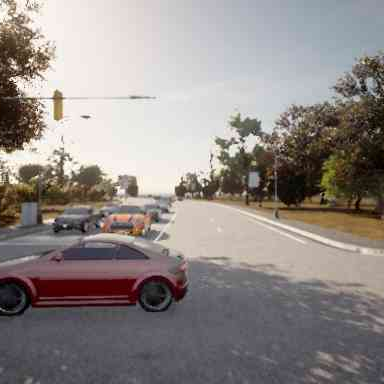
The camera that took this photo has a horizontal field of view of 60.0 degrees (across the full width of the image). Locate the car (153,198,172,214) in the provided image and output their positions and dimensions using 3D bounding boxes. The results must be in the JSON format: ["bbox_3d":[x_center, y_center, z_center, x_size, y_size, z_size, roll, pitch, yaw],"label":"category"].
[{"bbox_3d":[-3.715,1.775,39.851,1.812,1.442,4.674,0,0,-1],"label":"car"}]

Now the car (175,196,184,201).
[{"bbox_3d":[-3.838,1.877,92.406,1.895,1.301,4.718,0,0,-18],"label":"car"}]

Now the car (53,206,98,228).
[{"bbox_3d":[-7.109,1.657,21.026,1.837,1.490,4.892,0,0,0],"label":"car"}]

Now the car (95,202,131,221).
[{"bbox_3d":[-7.131,1.702,30.445,2.128,1.511,4.902,0,0,0],"label":"car"}]

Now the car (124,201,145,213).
[{"bbox_3d":[-7.255,1.855,42.043,1.895,1.301,4.718,0,0,-1],"label":"car"}]

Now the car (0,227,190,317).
[{"bbox_3d":[-2.131,1.617,7.117,4.181,1.385,1.994,0,0,-3],"label":"car"}]

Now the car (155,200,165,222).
[{"bbox_3d":[-3.624,1.704,28.420,1.837,1.490,4.892,0,0,0],"label":"car"}]

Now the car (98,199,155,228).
[{"bbox_3d":[-3.607,1.492,19.278,2.097,1.767,4.553,0,0,0],"label":"car"}]

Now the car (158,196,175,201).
[{"bbox_3d":[-4.251,1.869,55.165,2.033,1.411,5.357,0,0,-4],"label":"car"}]

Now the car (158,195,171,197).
[{"bbox_3d":[-7.093,1.753,91.102,1.882,1.535,5.008,0,0,-18],"label":"car"}]
